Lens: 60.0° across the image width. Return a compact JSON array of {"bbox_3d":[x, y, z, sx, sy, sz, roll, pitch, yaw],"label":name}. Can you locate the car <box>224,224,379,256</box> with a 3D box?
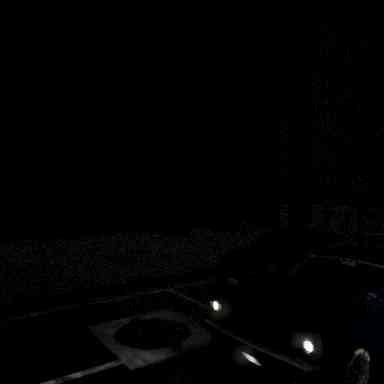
[{"bbox_3d":[2.668,1.618,8.559,4.313,1.339,1.947,1,-1,-35],"label":"car"}]

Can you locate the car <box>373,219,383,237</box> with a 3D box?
[{"bbox_3d":[7.284,1.647,11.850,4.403,1.369,2.008,1,-1,-35],"label":"car"}]

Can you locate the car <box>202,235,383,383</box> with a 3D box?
[{"bbox_3d":[2.484,1.636,5.145,4.718,1.301,1.895,1,0,-35],"label":"car"}]
